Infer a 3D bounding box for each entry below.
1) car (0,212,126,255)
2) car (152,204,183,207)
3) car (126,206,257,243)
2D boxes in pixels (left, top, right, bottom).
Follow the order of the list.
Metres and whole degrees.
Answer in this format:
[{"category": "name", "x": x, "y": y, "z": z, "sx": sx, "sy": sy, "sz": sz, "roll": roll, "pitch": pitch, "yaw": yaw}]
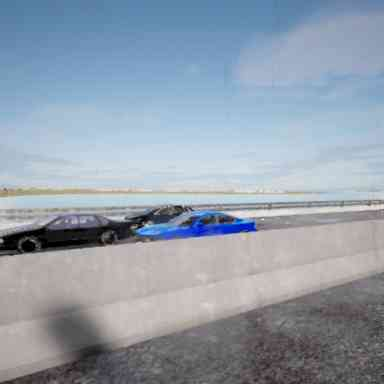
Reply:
[{"category": "car", "x": -4.920, "y": 1.540, "z": 13.368, "sx": 5.357, "sy": 1.411, "sz": 2.033, "roll": 0, "pitch": 0, "yaw": -35}, {"category": "car", "x": -1.695, "y": 1.497, "z": 19.928, "sx": 4.892, "sy": 1.490, "sz": 1.837, "roll": 0, "pitch": 0, "yaw": -35}, {"category": "car", "x": 0.275, "y": 1.474, "z": 12.752, "sx": 5.008, "sy": 1.535, "sz": 1.882, "roll": 0, "pitch": 0, "yaw": -35}]
